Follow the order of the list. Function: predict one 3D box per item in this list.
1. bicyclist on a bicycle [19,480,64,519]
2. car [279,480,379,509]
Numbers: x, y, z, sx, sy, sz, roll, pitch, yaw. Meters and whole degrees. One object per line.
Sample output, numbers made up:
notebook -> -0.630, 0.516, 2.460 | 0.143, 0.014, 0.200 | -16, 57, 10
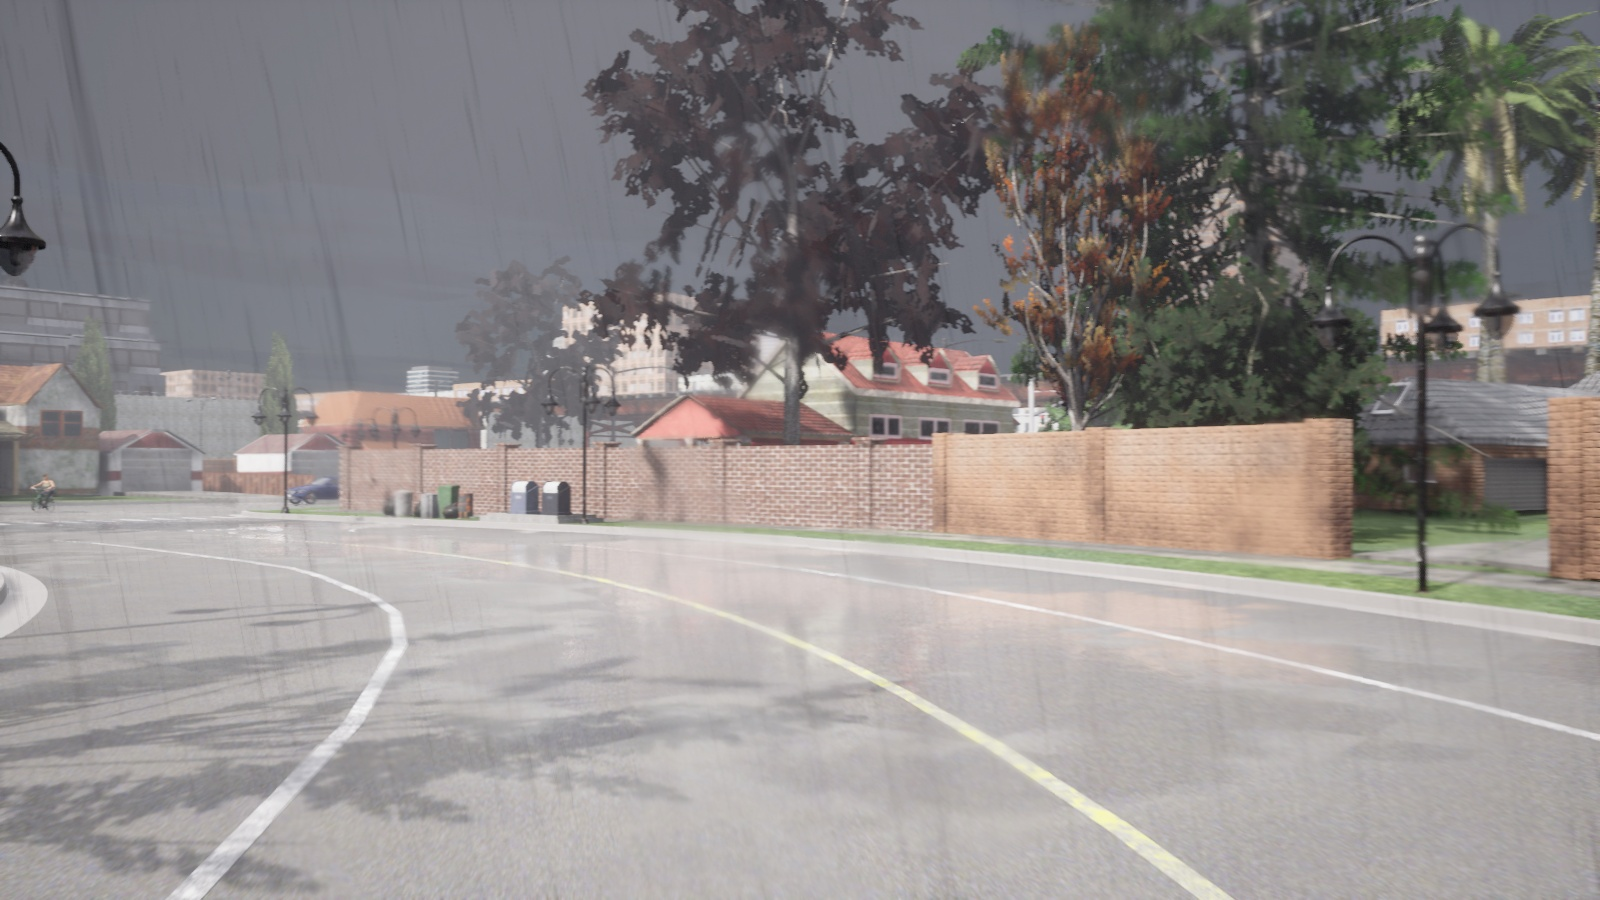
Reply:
bicyclist on a bicycle -> -31.376, 2.045, 51.971 | 0.866, 1.612, 1.509 | 1, -2, 1
car -> -24.927, 2.339, 66.561 | 1.812, 1.442, 4.674 | -1, -1, 40
